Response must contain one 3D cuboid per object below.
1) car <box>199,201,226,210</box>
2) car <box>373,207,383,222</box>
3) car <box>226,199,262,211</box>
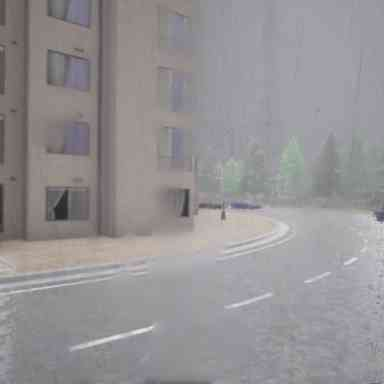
[{"bbox_3d":[2.766,1.851,46.468,1.895,1.301,4.718,1,0,-34],"label":"car"},{"bbox_3d":[16.296,1.596,26.375,2.097,1.767,4.553,0,0,5],"label":"car"},{"bbox_3d":[7.397,1.757,45.790,1.882,1.535,5.008,1,0,-33],"label":"car"}]
